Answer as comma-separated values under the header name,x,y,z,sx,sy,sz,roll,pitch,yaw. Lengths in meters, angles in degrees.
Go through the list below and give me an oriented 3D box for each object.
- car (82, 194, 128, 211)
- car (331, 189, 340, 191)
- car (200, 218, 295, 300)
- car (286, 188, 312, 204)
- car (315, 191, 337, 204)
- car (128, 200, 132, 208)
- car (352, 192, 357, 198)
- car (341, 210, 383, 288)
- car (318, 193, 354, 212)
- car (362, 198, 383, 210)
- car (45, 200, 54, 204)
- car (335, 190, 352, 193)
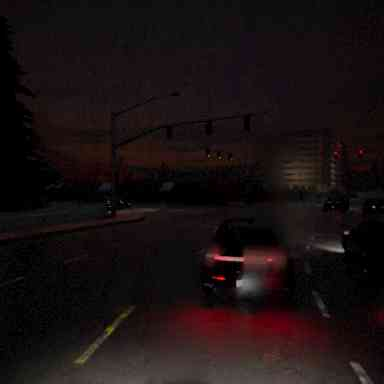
name,x,y,z,sx,sy,sz,roll,pitch,yaw
car,-9.204,1.003,34.118,4.553,1.767,2.097,0,1,32
car,32.692,0.283,76.165,2.150,2.045,5.566,0,1,32
car,1.447,1.390,8.253,2.128,1.511,4.902,0,1,12
car,16.308,0.615,49.742,2.150,2.045,5.566,0,1,32
car,19.074,0.943,47.566,1.812,1.442,4.674,0,1,32
car,-9.007,1.093,38.128,4.902,1.511,2.128,1,1,32
car,35.108,0.688,73.418,1.895,1.301,4.718,0,1,32
car,5.200,1.439,8.619,2.033,1.411,5.357,0,1,16
car,14.280,1.135,32.756,2.128,1.511,4.902,0,1,32
car,15.658,1.242,28.345,2.033,1.411,5.357,0,1,32
car,-20.952,0.997,45.625,5.008,1.535,1.882,1,1,32
car,28.304,0.835,62.382,1.895,1.301,4.718,0,1,32
